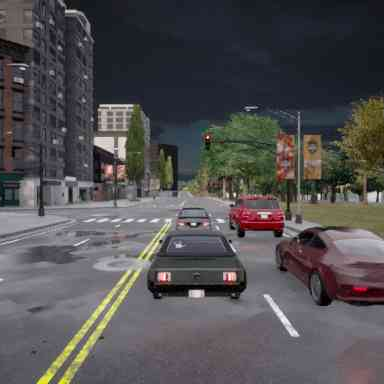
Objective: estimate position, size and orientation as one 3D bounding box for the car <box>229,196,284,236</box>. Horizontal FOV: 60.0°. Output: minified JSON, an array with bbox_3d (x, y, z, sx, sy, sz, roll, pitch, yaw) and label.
[{"bbox_3d":[3.321,1.218,17.942,2.150,2.045,5.566,0,0,0],"label":"car"}]

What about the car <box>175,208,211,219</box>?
[{"bbox_3d":[0.072,1.544,17.983,2.033,1.411,5.357,0,0,0],"label":"car"}]

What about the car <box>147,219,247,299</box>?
[{"bbox_3d":[0.087,1.599,8.390,1.895,1.301,4.718,0,0,0],"label":"car"}]

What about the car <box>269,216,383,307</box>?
[{"bbox_3d":[3.340,1.524,7.834,1.812,1.442,4.674,0,0,0],"label":"car"}]
